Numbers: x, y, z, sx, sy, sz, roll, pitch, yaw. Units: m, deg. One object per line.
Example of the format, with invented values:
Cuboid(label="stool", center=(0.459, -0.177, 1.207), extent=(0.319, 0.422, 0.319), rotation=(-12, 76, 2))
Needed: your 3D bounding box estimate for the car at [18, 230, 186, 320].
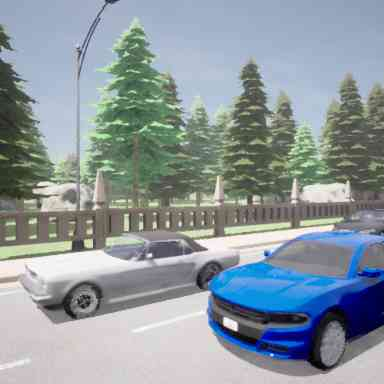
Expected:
Cuboid(label="car", center=(-1.200, 1.601, 7.482), extent=(4.718, 1.301, 1.895), rotation=(0, 0, -37))

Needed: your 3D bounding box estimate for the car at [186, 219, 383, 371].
Cuboid(label="car", center=(2.511, 1.477, 5.882), extent=(5.008, 1.535, 1.882), rotation=(0, 0, -37))

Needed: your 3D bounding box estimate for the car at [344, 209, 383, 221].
Cuboid(label="car", center=(7.934, 1.492, 14.290), extent=(4.902, 1.511, 2.128), rotation=(0, 0, -37))
